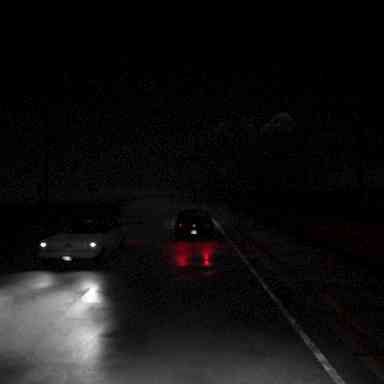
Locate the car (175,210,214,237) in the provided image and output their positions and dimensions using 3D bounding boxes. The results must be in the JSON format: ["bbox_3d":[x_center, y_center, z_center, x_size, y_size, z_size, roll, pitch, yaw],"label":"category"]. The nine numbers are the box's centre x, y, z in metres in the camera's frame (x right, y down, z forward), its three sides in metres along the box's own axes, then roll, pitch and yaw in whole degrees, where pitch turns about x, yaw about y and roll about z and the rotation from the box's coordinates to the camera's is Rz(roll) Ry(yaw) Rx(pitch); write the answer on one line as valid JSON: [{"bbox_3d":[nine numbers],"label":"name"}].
[{"bbox_3d":[0.102,1.613,17.967,1.895,1.301,4.718,0,0,0],"label":"car"}]

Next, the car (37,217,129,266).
[{"bbox_3d":[-3.585,1.609,11.787,1.895,1.301,4.718,0,0,0],"label":"car"}]
